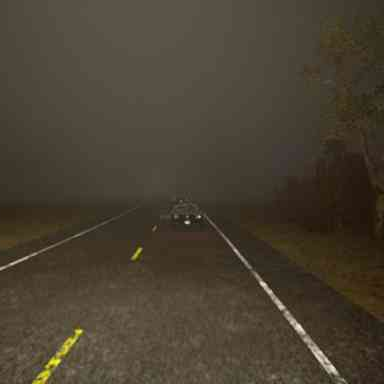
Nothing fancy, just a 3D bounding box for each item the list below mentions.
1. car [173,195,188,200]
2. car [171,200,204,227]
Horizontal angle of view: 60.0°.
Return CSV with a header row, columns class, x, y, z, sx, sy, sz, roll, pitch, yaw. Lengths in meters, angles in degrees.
class,x,y,z,sx,sy,sz,roll,pitch,yaw
car,-1.470,1.095,41.704,1.994,1.385,4.181,0,1,-4
car,-0.345,1.383,20.743,1.895,1.301,4.718,0,1,-2
